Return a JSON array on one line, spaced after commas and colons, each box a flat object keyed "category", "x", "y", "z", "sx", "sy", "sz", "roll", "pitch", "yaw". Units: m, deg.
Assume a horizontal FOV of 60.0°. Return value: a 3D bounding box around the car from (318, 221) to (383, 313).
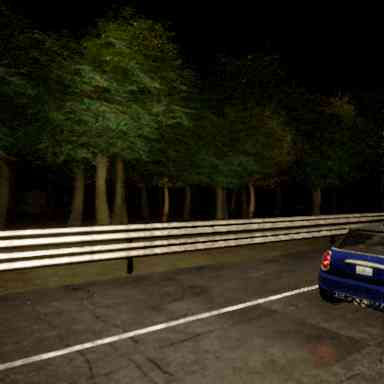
[{"category": "car", "x": 4.802, "y": 1.451, "z": 7.169, "sx": 4.553, "sy": 1.767, "sz": 2.097, "roll": 1, "pitch": -1, "yaw": -35}]
